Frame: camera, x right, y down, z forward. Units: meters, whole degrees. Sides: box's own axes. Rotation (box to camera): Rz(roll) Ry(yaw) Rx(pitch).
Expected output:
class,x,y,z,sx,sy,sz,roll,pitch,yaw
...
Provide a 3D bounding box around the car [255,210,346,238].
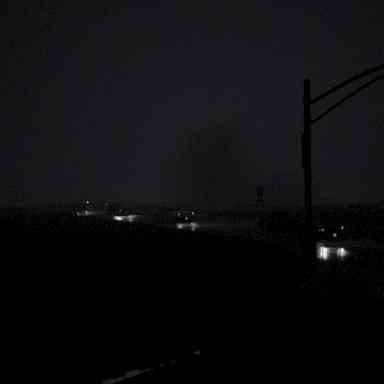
class,x,y,z,sx,sy,sz,roll,pitch,yaw
car,5.738,1.732,18.524,2.033,1.411,5.357,-1,0,-27

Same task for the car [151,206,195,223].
class,x,y,z,sx,sy,sz,roll,pitch,yaw
car,-1.747,1.961,29.925,1.895,1.301,4.718,-1,0,-36

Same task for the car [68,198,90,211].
class,x,y,z,sx,sy,sz,roll,pitch,yaw
car,-18.626,2.259,53.611,2.128,1.511,4.902,-1,0,-36

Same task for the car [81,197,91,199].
class,x,y,z,sx,sy,sz,roll,pitch,yaw
car,-20.415,2.027,62.263,2.150,2.045,5.566,-1,0,-36

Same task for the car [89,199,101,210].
class,x,y,z,sx,sy,sz,roll,pitch,yaw
car,-14.357,2.152,53.826,2.128,1.511,4.902,-1,0,-35

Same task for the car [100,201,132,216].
class,x,y,z,sx,sy,sz,roll,pitch,yaw
car,-8.955,2.037,39.974,1.837,1.490,4.892,-1,-1,-36
